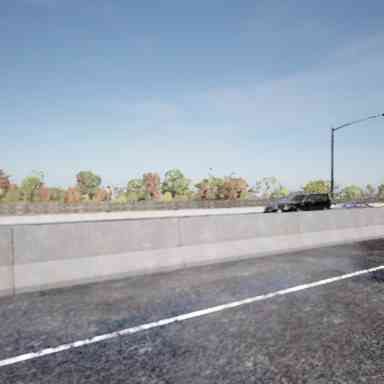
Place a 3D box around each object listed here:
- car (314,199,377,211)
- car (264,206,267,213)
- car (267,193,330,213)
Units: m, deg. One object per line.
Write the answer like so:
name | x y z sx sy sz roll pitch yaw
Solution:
car | 11.763 1.450 24.553 5.357 1.411 2.033 0 0 -34
car | 8.702 1.427 30.916 4.181 1.385 1.994 0 0 -33
car | 9.021 1.104 26.930 5.566 2.045 2.150 0 0 -34
